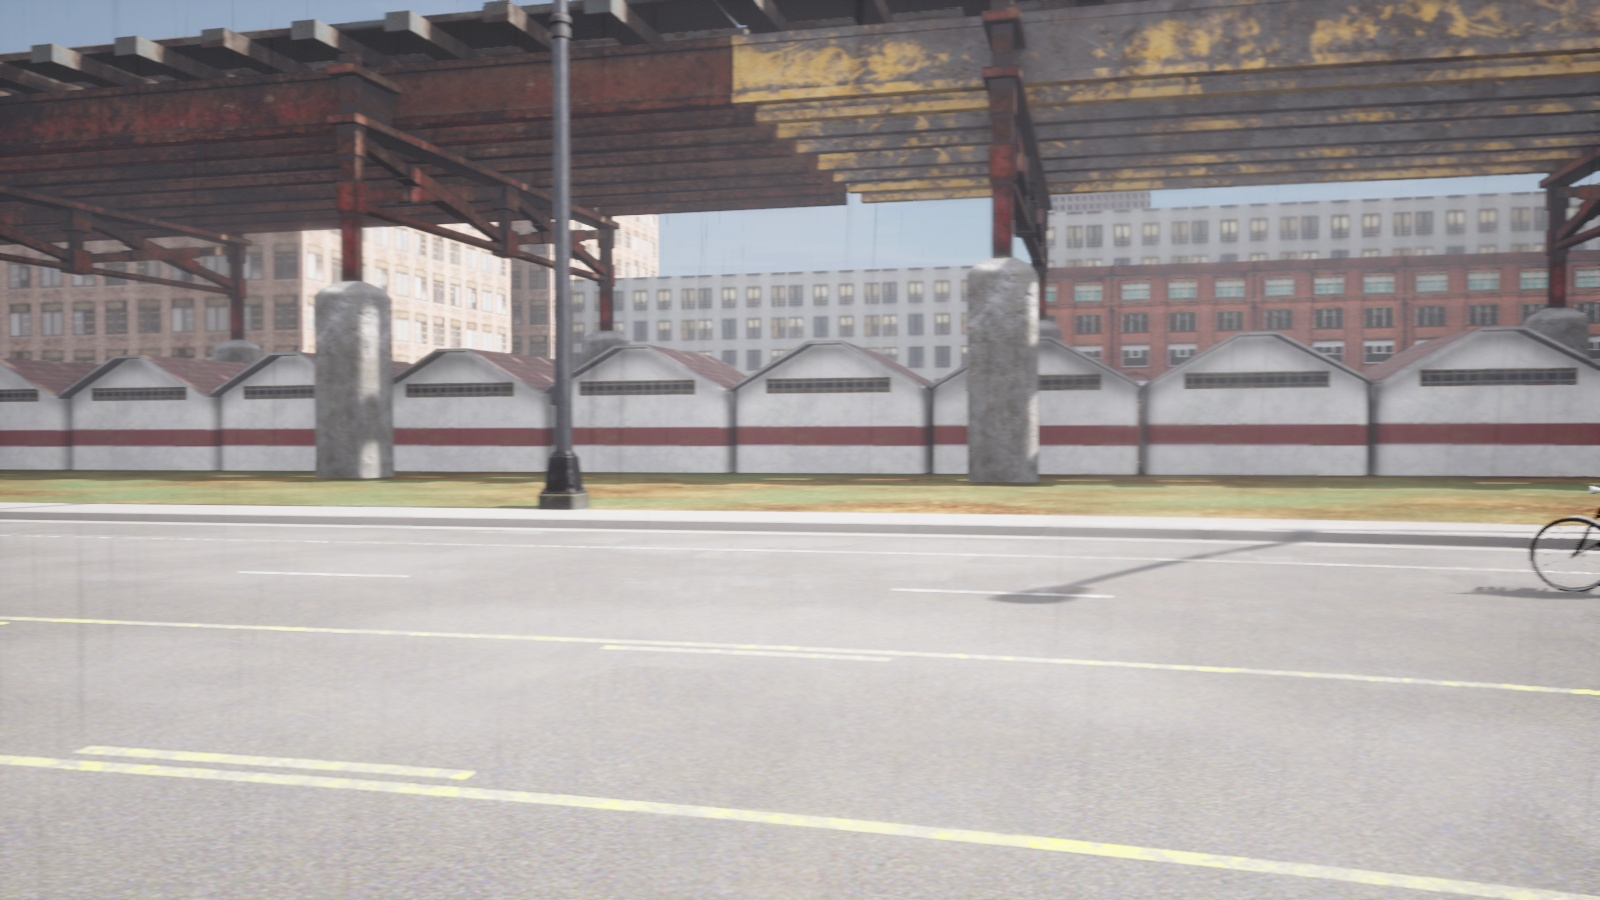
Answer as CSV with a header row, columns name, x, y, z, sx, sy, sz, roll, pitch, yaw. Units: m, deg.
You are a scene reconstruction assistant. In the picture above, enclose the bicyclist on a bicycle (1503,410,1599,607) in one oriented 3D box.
name,x,y,z,sx,sy,sz,roll,pitch,yaw
bicyclist on a bicycle,7.578,0.522,11.556,1.843,1.776,0.659,1,3,24
